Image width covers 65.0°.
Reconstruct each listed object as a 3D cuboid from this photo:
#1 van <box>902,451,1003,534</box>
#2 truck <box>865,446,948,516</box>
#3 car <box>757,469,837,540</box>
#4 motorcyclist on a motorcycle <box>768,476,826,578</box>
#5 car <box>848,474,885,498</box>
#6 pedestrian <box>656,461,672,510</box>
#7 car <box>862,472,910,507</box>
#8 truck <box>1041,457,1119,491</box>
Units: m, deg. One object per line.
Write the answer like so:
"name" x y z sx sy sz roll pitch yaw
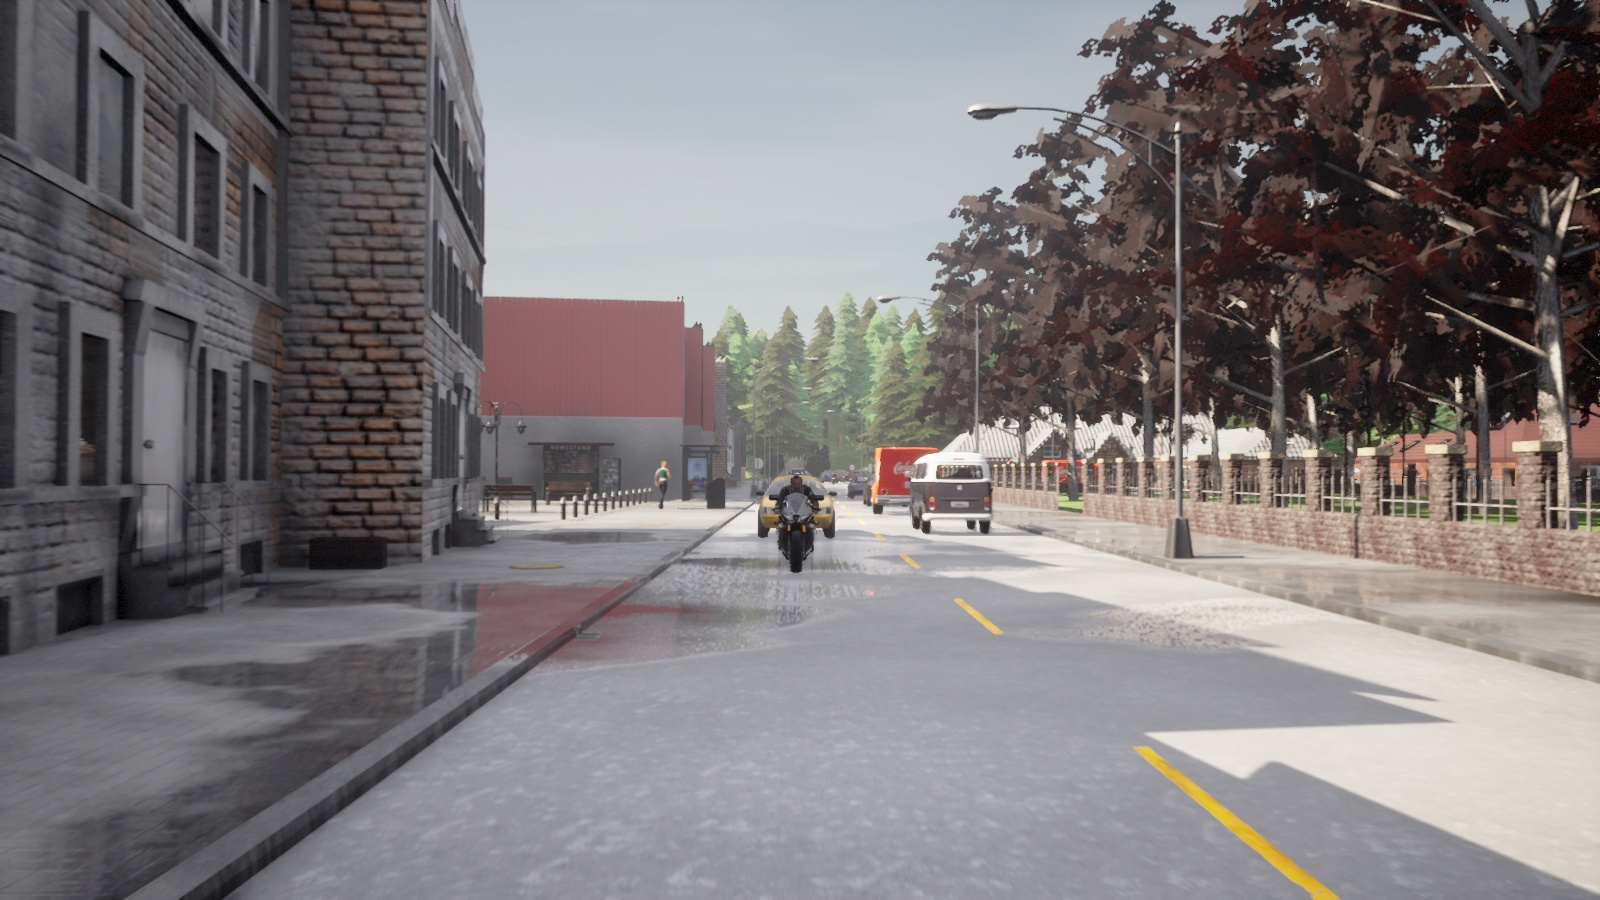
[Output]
"van" 3.919 1.075 33.000 2.069 2.038 4.480 0 -1 0
"truck" 3.900 1.109 46.982 2.627 2.467 5.204 0 0 0
"car" -0.075 1.271 30.861 1.801 1.575 5.366 0 -1 0
"motorcyclist on a motorcycle" -0.049 1.185 20.046 0.866 1.530 2.191 0 -1 0
"car" 3.856 2.098 73.736 1.994 1.385 4.181 0 -1 1
"pedestrian" -5.160 1.341 47.542 0.345 1.836 0.594 -1 -1 24
"car" 3.892 1.765 57.425 1.837 1.490 4.892 0 -1 0
"truck" 20.946 1.818 94.002 5.204 2.467 2.627 0 -1 -2
